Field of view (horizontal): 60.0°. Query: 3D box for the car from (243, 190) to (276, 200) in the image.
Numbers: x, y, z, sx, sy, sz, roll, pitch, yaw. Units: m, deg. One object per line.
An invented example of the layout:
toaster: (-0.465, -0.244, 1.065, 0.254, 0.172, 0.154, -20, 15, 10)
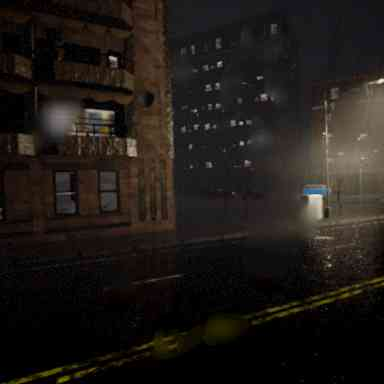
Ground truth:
car: (8.490, 0.391, 41.888, 4.206, 1.307, 1.802, 0, 0, 28)

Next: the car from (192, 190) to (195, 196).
car: (2.570, -0.090, 54.527, 5.009, 1.841, 2.192, 0, 1, 28)

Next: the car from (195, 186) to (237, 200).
car: (3.516, 0.149, 44.534, 5.009, 1.841, 2.192, 0, 0, 28)

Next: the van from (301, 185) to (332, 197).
van: (17.485, -0.137, 46.585, 3.998, 1.788, 1.690, 0, 1, 28)
